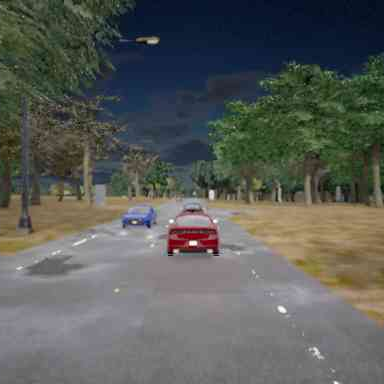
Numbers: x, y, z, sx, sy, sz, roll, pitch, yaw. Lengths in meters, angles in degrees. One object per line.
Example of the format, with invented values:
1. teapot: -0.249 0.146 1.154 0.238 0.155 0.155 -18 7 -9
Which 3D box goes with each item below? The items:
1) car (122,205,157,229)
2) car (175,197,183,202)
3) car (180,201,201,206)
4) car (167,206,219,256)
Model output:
1. car: -3.551 1.649 23.161 1.882 1.535 5.008 0 -1 0
2. car: -3.481 2.133 90.931 1.882 1.535 5.008 0 0 0
3. car: 0.055 1.711 27.575 1.837 1.490 4.892 0 0 1
4. car: 0.056 1.579 13.677 1.882 1.535 5.008 0 0 0
